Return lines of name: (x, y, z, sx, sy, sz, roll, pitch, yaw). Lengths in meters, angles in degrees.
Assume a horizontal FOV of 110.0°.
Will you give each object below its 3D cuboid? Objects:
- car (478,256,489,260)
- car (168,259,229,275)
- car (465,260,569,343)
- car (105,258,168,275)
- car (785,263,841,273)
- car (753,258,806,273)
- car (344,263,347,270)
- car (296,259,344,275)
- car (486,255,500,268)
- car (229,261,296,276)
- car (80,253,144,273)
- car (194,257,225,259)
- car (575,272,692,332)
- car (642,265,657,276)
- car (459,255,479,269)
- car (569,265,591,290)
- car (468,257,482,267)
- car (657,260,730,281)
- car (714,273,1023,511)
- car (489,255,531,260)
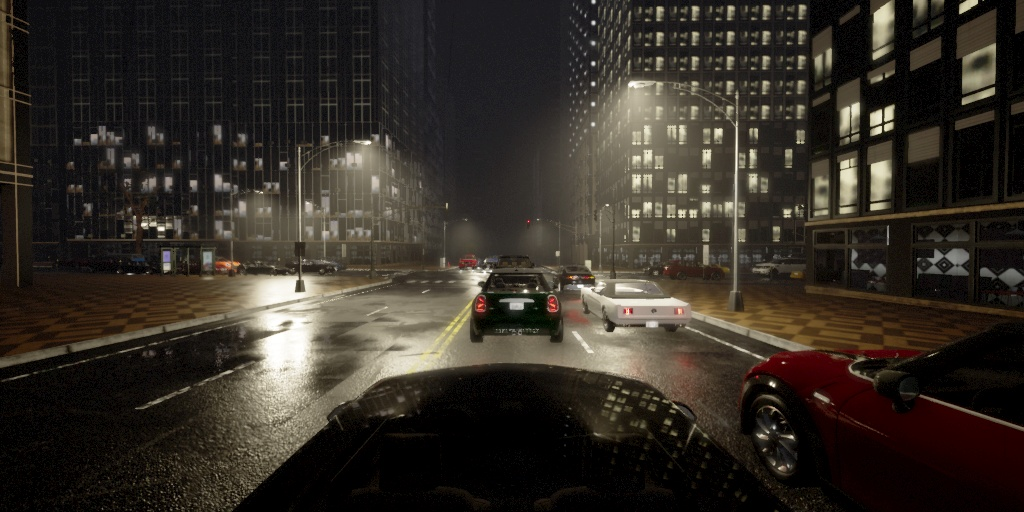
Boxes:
car: (-3.290, 1.206, 52.402, 2.128, 1.511, 4.902, 0, 0, 0)
car: (-28.383, 1.137, 32.883, 4.207, 1.307, 1.802, 0, 0, 1)
car: (0.108, 1.099, 9.848, 2.097, 1.767, 4.553, 0, 0, 0)
car: (-34.063, 1.069, 33.063, 4.313, 1.339, 1.948, 0, 0, 1)
car: (27.674, 1.578, 31.966, 4.829, 1.417, 1.751, 0, 0, 1)
car: (28.602, 1.191, 37.713, 5.566, 2.045, 2.150, 1, 1, 2)
car: (-20.702, 1.077, 38.607, 5.357, 1.411, 2.033, 1, 1, 1)
car: (-19.774, 1.081, 35.389, 4.902, 1.511, 2.128, 1, 1, 1)
car: (-3.259, 0.925, 62.565, 2.150, 2.045, 5.566, 0, 0, 0)
car: (-22.699, 1.173, 32.744, 4.313, 1.339, 1.948, 0, 0, 1)
car: (-39.386, 0.763, 35.813, 4.553, 1.767, 2.097, 1, 1, 1)
car: (-29.392, 0.854, 35.593, 4.553, 1.767, 2.097, 1, 1, 1)
car: (3.360, 1.347, 10.796, 1.895, 1.301, 4.718, 0, 0, 0)
car: (16.386, 1.366, 37.945, 4.892, 1.490, 1.837, 1, 1, 1)
car: (-6.542, 0.935, 53.938, 2.150, 2.045, 5.566, 0, 0, 0)
car: (3.369, 1.245, 20.053, 1.837, 1.490, 4.892, 0, 0, 0)
car: (-6.496, 1.054, 63.536, 2.097, 1.767, 4.553, 0, 0, 0)
car: (16.226, 1.268, 32.175, 5.009, 1.841, 2.192, 0, 0, 1)
car: (3.350, 1.102, 1.778, 2.097, 1.767, 4.553, 0, 0, 0)
car: (0.119, 0.963, 19.560, 2.150, 2.045, 5.566, 0, 0, 0)
